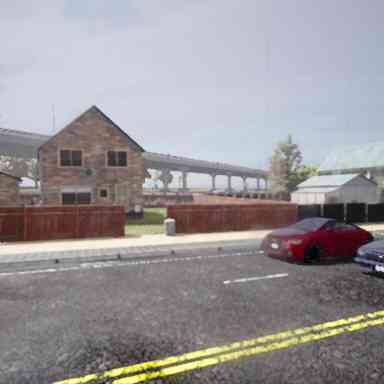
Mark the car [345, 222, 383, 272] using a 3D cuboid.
[{"bbox_3d":[7.346,1.627,9.814,5.357,1.411,2.033,0,0,-25],"label":"car"}]

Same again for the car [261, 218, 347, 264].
[{"bbox_3d":[4.618,1.651,12.129,4.181,1.385,1.994,0,0,-25],"label":"car"}]
